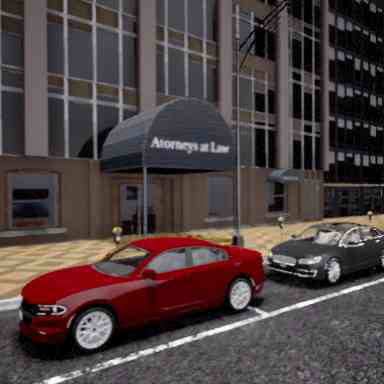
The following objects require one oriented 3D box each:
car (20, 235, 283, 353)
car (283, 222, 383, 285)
[{"bbox_3d":[-0.633,1.538,6.110,4.507,1.381,1.887,0,0,-35],"label":"car"},{"bbox_3d":[4.018,1.556,9.377,4.403,1.369,2.008,0,0,-35],"label":"car"}]
